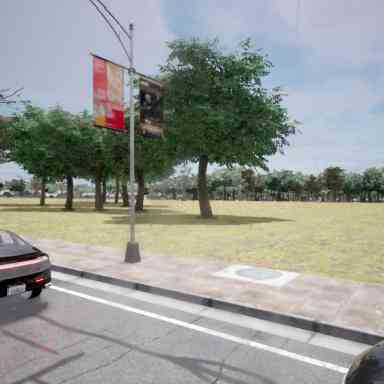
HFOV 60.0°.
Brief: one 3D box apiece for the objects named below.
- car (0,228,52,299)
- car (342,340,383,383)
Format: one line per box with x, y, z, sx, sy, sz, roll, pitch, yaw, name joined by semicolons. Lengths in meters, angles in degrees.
-5.040;1.515;7.253;4.902;1.511;2.128;0;0;36;car
3.234;1.493;1.368;4.902;1.511;2.128;0;0;36;car
